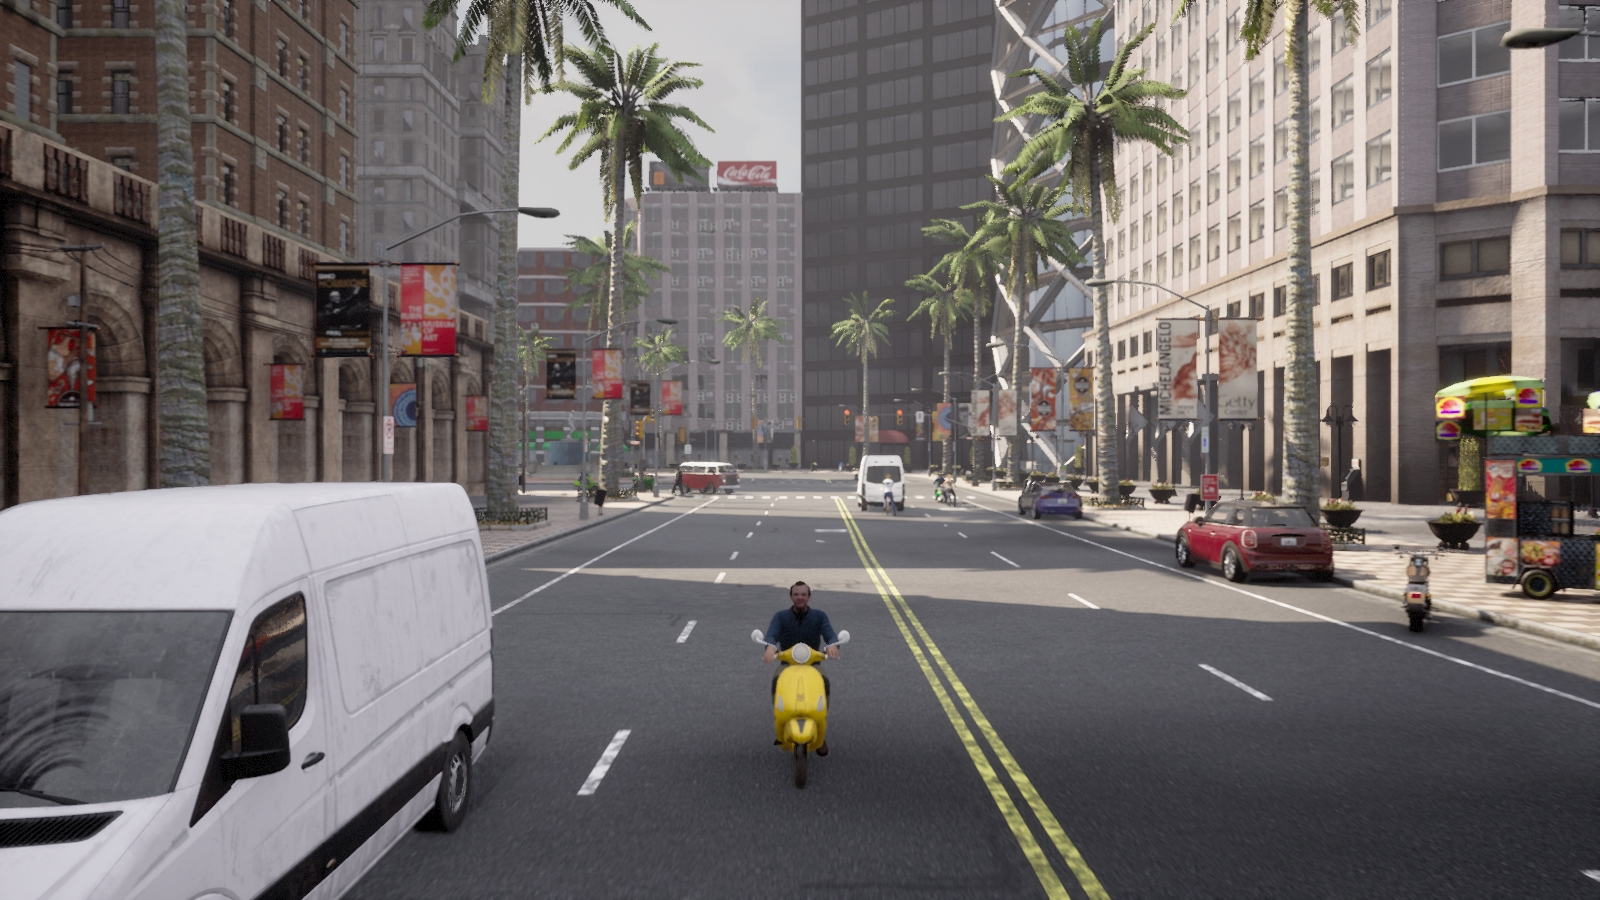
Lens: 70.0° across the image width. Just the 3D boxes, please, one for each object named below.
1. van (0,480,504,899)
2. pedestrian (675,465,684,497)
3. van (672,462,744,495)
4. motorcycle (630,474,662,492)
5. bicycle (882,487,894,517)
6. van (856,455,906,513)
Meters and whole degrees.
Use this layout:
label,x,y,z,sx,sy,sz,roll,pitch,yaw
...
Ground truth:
label,x,y,z,sx,sy,sz,roll,pitch,yaw
van,-3.503,1.534,6.741,1.988,2.561,5.915,0,0,0
pedestrian,-7.094,1.846,67.426,0.375,1.860,0.375,0,0,24
van,-5.849,1.786,72.621,4.480,2.038,2.069,-1,-1,43
motorcycle,-10.301,2.212,76.265,2.033,1.145,0.803,1,1,27
bicycle,3.721,2.206,48.363,0.373,1.196,1.643,0,0,1
van,3.787,1.535,54.187,1.988,2.561,5.915,0,0,1
